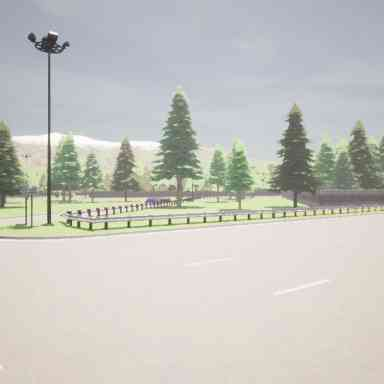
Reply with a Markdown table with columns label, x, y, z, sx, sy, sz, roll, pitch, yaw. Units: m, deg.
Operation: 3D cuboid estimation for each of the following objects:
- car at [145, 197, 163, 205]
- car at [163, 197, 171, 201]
| label | x | y | z | sx | sy | sz | roll | pitch | yaw |
| --- | --- | --- | --- | --- | --- | --- | --- | --- | --- |
| car | -6.786 | 1.525 | 58.073 | 1.812 | 1.442 | 4.674 | 0 | 0 | 6 |
| car | -5.648 | 1.601 | 69.805 | 1.895 | 1.301 | 4.718 | 0 | 0 | 5 |
